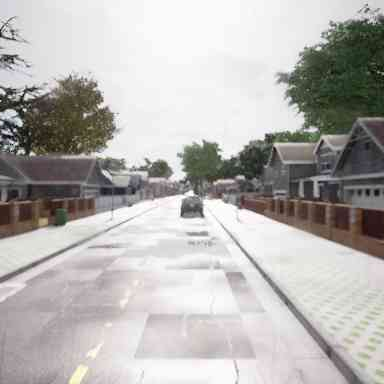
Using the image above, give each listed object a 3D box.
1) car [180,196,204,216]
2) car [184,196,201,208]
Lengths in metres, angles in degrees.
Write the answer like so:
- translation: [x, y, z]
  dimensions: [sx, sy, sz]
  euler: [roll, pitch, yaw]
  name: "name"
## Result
- translation: [0.008, 1.184, 30.665]
  dimensions: [2.097, 1.767, 4.553]
  euler: [0, 0, 0]
  name: "car"
- translation: [0.045, 1.262, 44.292]
  dimensions: [2.128, 1.511, 4.902]
  euler: [0, 0, 0]
  name: "car"
